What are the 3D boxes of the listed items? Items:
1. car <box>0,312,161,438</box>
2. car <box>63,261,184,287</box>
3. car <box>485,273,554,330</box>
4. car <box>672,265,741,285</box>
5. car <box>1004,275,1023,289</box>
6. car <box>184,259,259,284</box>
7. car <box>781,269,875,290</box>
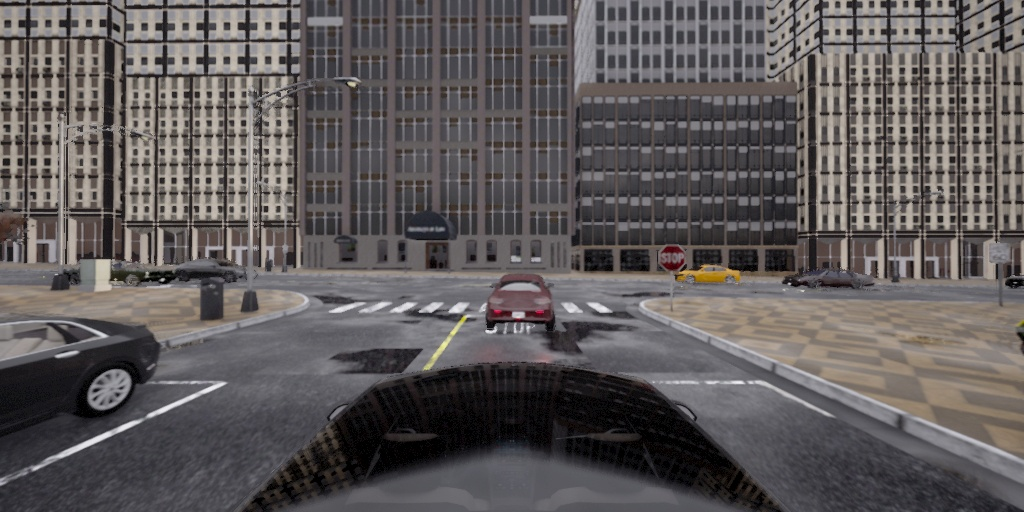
[{"bbox_3d":[-5.819,1.296,3.227,2.007,1.370,4.403,0,0,0],"label":"car"},{"bbox_3d":[-20.932,0.937,19.219,4.718,1.301,1.895,1,0,1],"label":"car"},{"bbox_3d":[0.308,1.249,10.954,1.812,1.442,4.674,0,0,4],"label":"car"},{"bbox_3d":[15.507,1.475,28.757,5.008,1.535,1.882,1,0,1],"label":"car"},{"bbox_3d":[42.360,1.941,28.417,4.892,1.490,1.837,2,0,1],"label":"car"},{"bbox_3d":[-18.506,0.924,22.430,4.674,1.442,1.812,1,0,1],"label":"car"},{"bbox_3d":[22.366,1.633,25.430,5.357,1.411,2.033,1,0,1],"label":"car"}]
